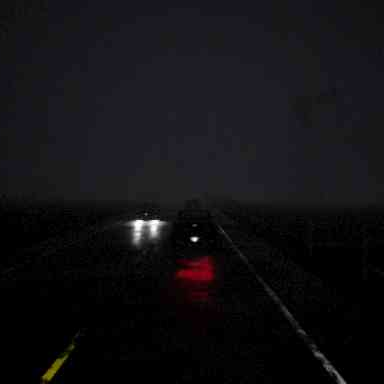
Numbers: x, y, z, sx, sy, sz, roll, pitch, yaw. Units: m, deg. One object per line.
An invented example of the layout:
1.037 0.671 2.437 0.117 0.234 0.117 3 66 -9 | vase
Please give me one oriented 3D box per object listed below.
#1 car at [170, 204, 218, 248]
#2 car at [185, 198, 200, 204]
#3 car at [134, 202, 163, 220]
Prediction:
0.100 1.484 14.741 1.837 1.490 4.892 0 0 0 | car
0.094 1.434 41.920 2.128 1.511 4.902 0 0 0 | car
-3.517 1.526 27.598 1.994 1.385 4.181 0 0 0 | car
